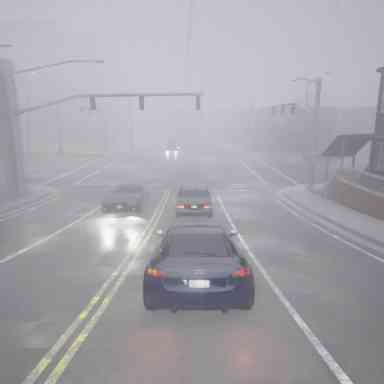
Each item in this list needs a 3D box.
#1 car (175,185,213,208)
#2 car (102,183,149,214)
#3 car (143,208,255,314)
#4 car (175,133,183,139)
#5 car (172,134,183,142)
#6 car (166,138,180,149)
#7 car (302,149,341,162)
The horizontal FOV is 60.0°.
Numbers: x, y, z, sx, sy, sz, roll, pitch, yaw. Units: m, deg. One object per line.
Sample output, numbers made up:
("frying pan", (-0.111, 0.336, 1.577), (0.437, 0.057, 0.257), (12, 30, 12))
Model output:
("car", (0.105, 0.361, 17.281), (2.033, 1.411, 5.357), (0, 8, 0))
("car", (-3.548, 0.248, 18.235), (1.994, 1.385, 4.181), (0, 8, 0))
("car", (0.108, 1.346, 7.396), (1.994, 1.385, 4.181), (0, 3, 0))
("car", (-3.438, -14.794, 88.007), (1.812, 1.442, 4.674), (0, 12, 0))
("car", (-3.452, -10.491, 68.418), (2.128, 1.511, 4.902), (0, 12, 0))
("car", (-3.531, -8.296, 58.771), (1.895, 1.301, 4.718), (0, 12, -2))
("car", (16.147, -4.552, 41.361), (4.674, 1.442, 1.812), (0, 12, 0))
